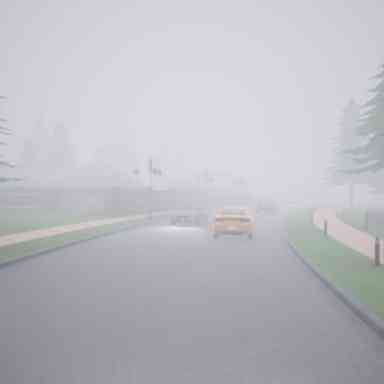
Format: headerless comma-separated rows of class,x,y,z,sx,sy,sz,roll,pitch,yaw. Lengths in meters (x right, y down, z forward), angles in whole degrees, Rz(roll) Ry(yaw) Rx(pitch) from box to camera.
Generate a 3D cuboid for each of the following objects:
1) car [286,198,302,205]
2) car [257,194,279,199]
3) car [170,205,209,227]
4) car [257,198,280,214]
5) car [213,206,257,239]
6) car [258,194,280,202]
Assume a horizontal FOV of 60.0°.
car,18.644,1.697,60.689,1.994,1.385,4.181,0,0,36
car,16.192,1.310,72.685,3.866,1.878,1.905,0,0,35
car,-0.101,1.585,23.300,1.994,1.385,4.181,0,0,15
car,8.150,1.668,35.945,1.895,1.301,4.718,0,0,23
car,2.339,1.504,17.849,1.882,1.535,5.008,0,0,12
car,17.320,1.315,74.966,4.605,1.855,1.932,0,0,35
